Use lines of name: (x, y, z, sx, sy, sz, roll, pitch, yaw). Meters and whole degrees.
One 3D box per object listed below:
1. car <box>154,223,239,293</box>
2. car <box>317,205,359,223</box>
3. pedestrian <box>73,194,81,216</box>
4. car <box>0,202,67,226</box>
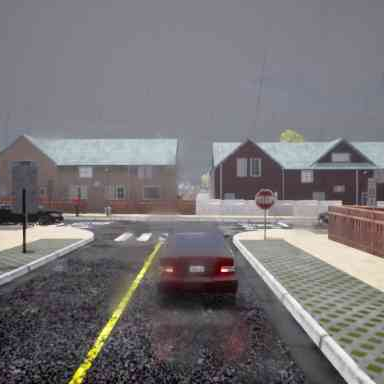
car: (0.094, 1.547, 8.970, 2.033, 1.411, 5.357, 0, 0, 0)
car: (11.862, 1.674, 23.750, 5.357, 1.411, 2.033, 1, 0, 1)
pedestrian: (-9.378, 1.053, 27.144, 0.375, 1.860, 0.375, 0, 0, 1)
car: (-10.546, 1.400, 21.307, 4.902, 1.511, 2.128, 1, 0, 1)
